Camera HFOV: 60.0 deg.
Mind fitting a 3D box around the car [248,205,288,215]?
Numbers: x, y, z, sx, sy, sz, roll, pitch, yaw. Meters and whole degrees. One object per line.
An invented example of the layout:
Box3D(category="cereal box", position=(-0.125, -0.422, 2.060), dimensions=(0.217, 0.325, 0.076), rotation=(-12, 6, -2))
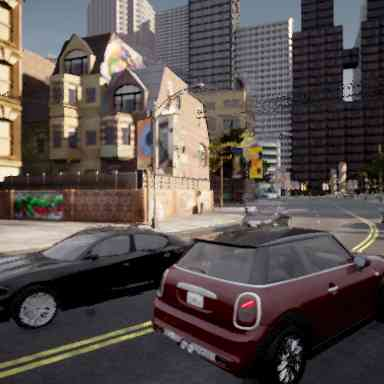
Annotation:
Box3D(category="car", position=(4.596, 1.557, 19.970), dimensions=(2.128, 1.511, 4.902), rotation=(0, 0, 31))

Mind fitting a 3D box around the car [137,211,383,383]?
Box3D(category="car", position=(1.645, 1.370, 5.561), dimensions=(4.553, 1.767, 2.097), rotation=(0, 0, -41))

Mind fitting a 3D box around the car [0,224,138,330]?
Box3D(category="car", position=(-1.927, 1.516, 7.248), dimensions=(5.008, 1.535, 1.882), rotation=(0, 0, -41))

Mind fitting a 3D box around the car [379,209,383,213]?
Box3D(category="car", position=(14.040, 1.545, 22.550), dimensions=(1.837, 1.490, 4.892), rotation=(0, 0, 24))
